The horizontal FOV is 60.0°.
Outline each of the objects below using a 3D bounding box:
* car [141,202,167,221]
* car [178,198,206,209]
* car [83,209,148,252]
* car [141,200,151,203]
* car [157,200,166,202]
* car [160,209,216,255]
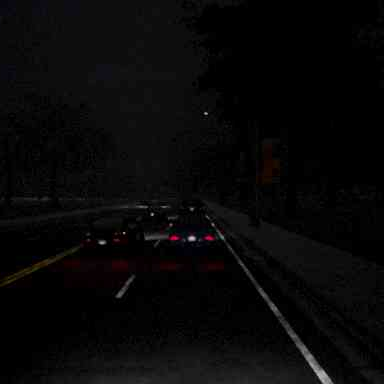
[{"bbox_3d":[-3.250,1.848,29.288,1.994,1.385,4.181,0,-1,0],"label":"car"},{"bbox_3d":[-0.004,1.498,29.024,2.150,2.045,5.566,0,0,0],"label":"car"},{"bbox_3d":[-3.246,1.664,14.374,1.812,1.442,4.674,0,0,0],"label":"car"},{"bbox_3d":[-9.761,2.292,70.940,1.895,1.301,4.718,0,-1,0],"label":"car"},{"bbox_3d":[-6.511,2.292,70.941,1.895,1.301,4.718,0,-1,0],"label":"car"},{"bbox_3d":[-0.001,1.682,13.982,2.033,1.411,5.357,0,-1,0],"label":"car"}]
